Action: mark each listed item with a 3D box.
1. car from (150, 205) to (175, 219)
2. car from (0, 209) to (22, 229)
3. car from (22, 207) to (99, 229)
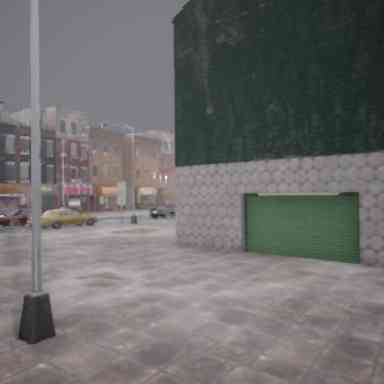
[{"bbox_3d":[-2.218,1.855,31.820,1.947,1.339,4.313,-1,-1,35],"label":"car"},{"bbox_3d":[-11.537,1.846,23.655,1.895,1.301,4.718,-1,-1,39],"label":"car"},{"bbox_3d":[-8.642,1.739,22.791,1.752,1.417,4.829,-1,-1,35],"label":"car"}]
